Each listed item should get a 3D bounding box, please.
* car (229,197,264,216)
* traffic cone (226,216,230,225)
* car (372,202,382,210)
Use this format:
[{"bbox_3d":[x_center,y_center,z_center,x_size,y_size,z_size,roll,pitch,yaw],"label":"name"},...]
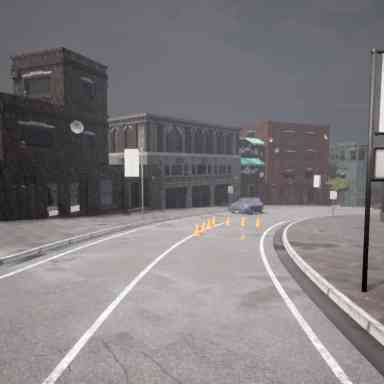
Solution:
[{"bbox_3d":[5.504,1.338,33.335,2.097,1.767,4.553,3,1,34],"label":"car"},{"bbox_3d":[2.484,1.956,22.684,0.340,0.580,0.340,2,0,12],"label":"traffic cone"},{"bbox_3d":[31.326,2.320,53.553,5.008,1.535,1.882,3,3,-20],"label":"car"}]
